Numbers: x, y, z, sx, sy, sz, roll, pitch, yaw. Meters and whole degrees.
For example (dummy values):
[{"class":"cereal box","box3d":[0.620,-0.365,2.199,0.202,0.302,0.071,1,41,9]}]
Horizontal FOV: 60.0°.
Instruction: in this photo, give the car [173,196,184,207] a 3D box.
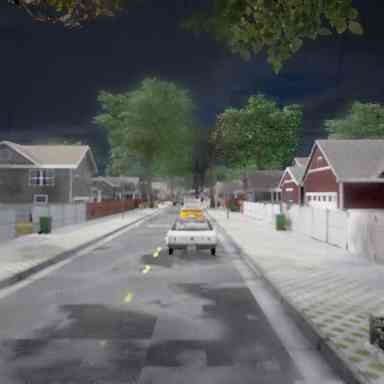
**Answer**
[{"class":"car","box3d":[-2.750,1.912,68.401,2.150,2.045,5.566,0,-1,0]}]

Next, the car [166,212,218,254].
[{"class":"car","box3d":[0.002,1.737,14.113,1.895,1.301,4.718,0,-1,0]}]

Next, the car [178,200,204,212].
[{"class":"car","box3d":[0.006,1.771,29.477,1.882,1.535,5.008,0,0,0]}]
